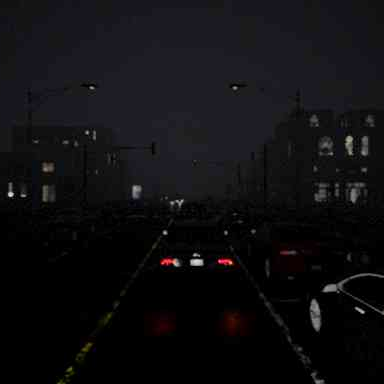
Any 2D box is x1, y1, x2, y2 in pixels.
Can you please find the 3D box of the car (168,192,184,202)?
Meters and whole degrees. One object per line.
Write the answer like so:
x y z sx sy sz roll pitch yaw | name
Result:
-3.029 1.137 63.822 1.812 1.442 4.674 0 0 1 | car

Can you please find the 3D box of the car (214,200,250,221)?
2.695 1.423 20.831 2.008 1.369 4.403 0 0 0 | car

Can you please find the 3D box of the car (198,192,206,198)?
2.694 0.887 91.872 1.967 1.590 4.097 0 0 0 | car

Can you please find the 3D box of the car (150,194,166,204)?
-5.686 1.257 53.234 1.802 1.307 4.206 0 0 0 | car

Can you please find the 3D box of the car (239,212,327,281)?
2.695 1.486 9.447 1.887 1.381 4.507 0 0 0 | car

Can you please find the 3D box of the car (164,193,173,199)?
-5.687 1.037 80.673 1.752 1.417 4.829 0 0 0 | car

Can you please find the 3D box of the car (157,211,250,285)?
0.102 1.489 9.385 2.033 1.411 5.357 0 0 0 | car

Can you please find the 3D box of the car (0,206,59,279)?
-5.685 1.381 9.463 1.967 1.590 4.097 0 0 0 | car

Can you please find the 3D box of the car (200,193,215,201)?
2.694 1.241 53.220 1.947 1.339 4.313 0 0 0 | car

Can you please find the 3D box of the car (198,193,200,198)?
2.694 1.190 64.263 1.802 1.307 4.206 0 0 0 | car

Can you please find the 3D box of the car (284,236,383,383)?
2.695 1.527 3.755 2.008 1.369 4.403 0 0 0 | car

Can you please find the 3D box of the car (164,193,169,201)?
-5.687 1.159 64.276 2.008 1.369 4.403 0 0 0 | car

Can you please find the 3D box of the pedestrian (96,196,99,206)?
-12.552 1.138 44.365 0.375 1.300 0.375 0 0 1 | pedestrian

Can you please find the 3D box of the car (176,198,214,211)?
0.100 1.351 20.596 1.882 1.535 5.008 0 0 0 | car

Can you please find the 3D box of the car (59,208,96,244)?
-5.686 1.457 15.156 2.008 1.369 4.403 0 0 0 | car

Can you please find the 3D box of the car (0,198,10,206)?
-25.451 1.187 41.621 4.829 1.417 1.752 0 0 1 | car
